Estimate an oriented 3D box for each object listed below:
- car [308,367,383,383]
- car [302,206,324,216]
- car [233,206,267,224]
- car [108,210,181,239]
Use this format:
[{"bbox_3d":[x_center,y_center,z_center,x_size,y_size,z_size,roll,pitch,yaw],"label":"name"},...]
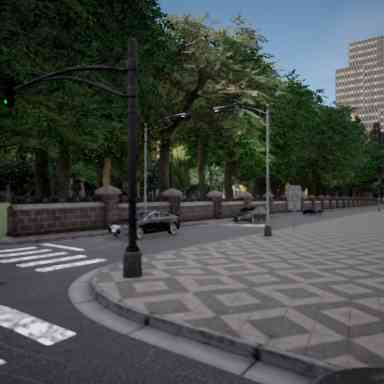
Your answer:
[{"bbox_3d":[2.471,1.551,1.201,4.403,1.369,2.008,0,0,36],"label":"car"},{"bbox_3d":[17.336,2.662,47.668,1.895,1.301,4.718,0,-1,35],"label":"car"},{"bbox_3d":[5.552,2.123,31.131,1.837,1.490,4.892,0,-1,35],"label":"car"},{"bbox_3d":[-2.645,1.817,19.497,2.128,1.511,4.902,0,-1,37],"label":"car"}]
